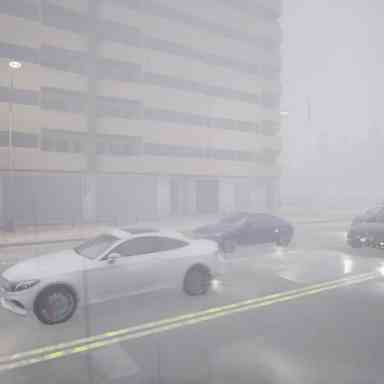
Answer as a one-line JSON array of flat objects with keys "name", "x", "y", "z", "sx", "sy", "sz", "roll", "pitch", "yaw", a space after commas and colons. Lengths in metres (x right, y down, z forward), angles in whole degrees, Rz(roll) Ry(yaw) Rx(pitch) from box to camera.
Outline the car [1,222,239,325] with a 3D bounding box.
[{"name": "car", "x": -1.434, "y": 1.525, "z": 7.180, "sx": 4.674, "sy": 1.442, "sz": 1.812, "roll": 0, "pitch": 0, "yaw": -32}]

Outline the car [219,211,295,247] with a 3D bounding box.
[{"name": "car", "x": 2.219, "y": 1.524, "z": 13.622, "sx": 4.674, "sy": 1.442, "sz": 1.812, "roll": 0, "pitch": 0, "yaw": -32}]

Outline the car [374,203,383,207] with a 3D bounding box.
[{"name": "car", "x": 11.202, "y": 1.561, "z": 19.270, "sx": 4.181, "sy": 1.385, "sz": 1.994, "roll": 0, "pitch": 0, "yaw": -32}]

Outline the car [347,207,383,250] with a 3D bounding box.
[{"name": "car", "x": 8.203, "y": 1.505, "z": 13.260, "sx": 4.892, "sy": 1.490, "sz": 1.837, "roll": 1, "pitch": 0, "yaw": -32}]

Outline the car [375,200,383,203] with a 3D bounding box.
[{"name": "car", "x": 26.949, "y": 1.441, "z": 44.329, "sx": 1.837, "sy": 1.490, "sz": 4.892, "roll": 0, "pitch": 0, "yaw": -30}]
